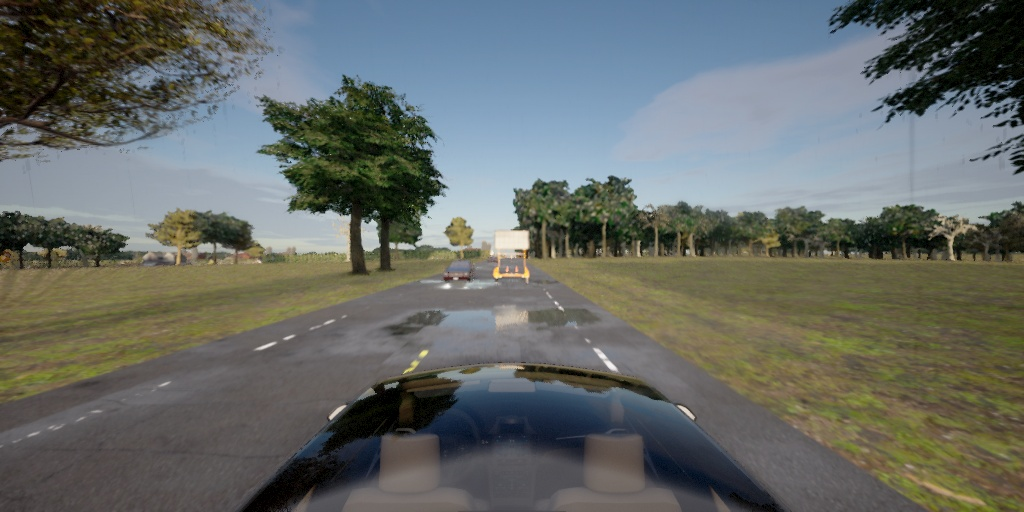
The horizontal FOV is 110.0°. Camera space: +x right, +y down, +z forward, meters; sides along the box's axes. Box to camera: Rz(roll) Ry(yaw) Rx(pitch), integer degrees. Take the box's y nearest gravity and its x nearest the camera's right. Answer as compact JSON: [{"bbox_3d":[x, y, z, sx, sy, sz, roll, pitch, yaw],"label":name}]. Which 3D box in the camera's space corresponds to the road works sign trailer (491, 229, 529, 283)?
[{"bbox_3d":[-0.010,-0.036,24.640,2.380,3.560,2.880,0,0,0],"label":"road works sign trailer"}]

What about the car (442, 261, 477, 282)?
[{"bbox_3d":[-3.602,1.036,25.636,2.033,1.411,5.357,0,1,0],"label":"car"}]
